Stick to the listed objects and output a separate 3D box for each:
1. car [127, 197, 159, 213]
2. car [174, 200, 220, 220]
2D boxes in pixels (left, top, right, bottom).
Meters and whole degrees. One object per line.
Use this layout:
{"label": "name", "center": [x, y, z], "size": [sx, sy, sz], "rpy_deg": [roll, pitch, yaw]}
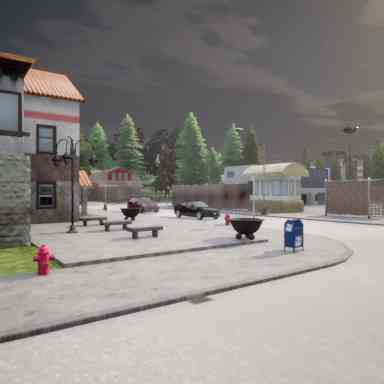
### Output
{"label": "car", "center": [-5.407, 1.352, 36.597], "size": [2.097, 1.767, 4.553], "rpy_deg": [0, 0, -35]}
{"label": "car", "center": [0.348, 1.478, 28.480], "size": [1.882, 1.535, 5.008], "rpy_deg": [0, 0, -35]}
